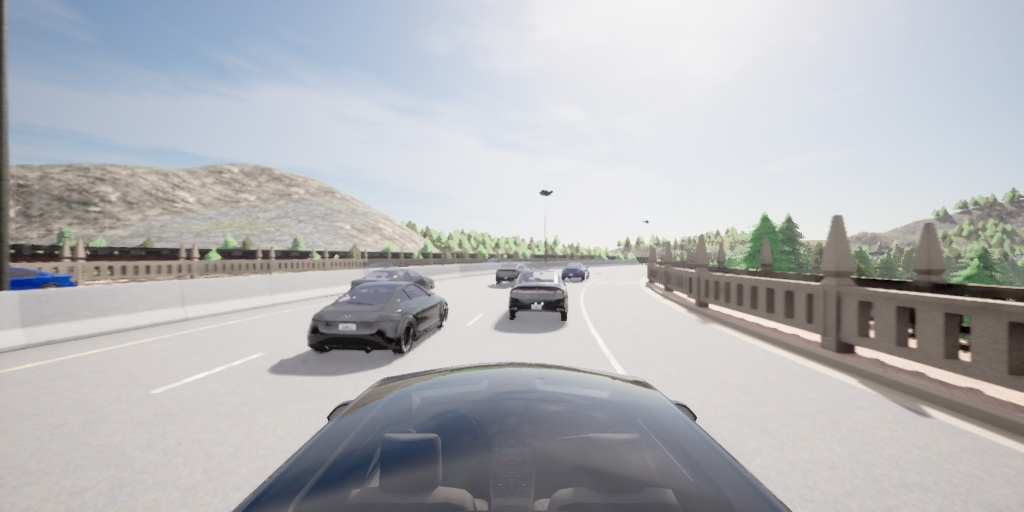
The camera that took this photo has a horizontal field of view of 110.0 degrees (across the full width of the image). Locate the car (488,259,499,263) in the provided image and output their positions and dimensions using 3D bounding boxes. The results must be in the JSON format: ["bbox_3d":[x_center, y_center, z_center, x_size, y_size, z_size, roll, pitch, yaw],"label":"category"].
[{"bbox_3d":[-0.781,1.320,50.635,2.033,1.411,5.357,0,0,29],"label":"car"}]

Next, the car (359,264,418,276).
[{"bbox_3d":[-5.435,1.279,16.933,2.033,1.411,5.357,0,0,10],"label":"car"}]

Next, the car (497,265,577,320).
[{"bbox_3d":[1.018,1.252,12.688,2.128,1.511,4.902,0,0,7],"label":"car"}]

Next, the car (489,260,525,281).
[{"bbox_3d":[0.266,1.256,25.812,2.128,1.511,4.902,0,0,16],"label":"car"}]

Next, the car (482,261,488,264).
[{"bbox_3d":[-3.066,1.245,60.323,1.882,1.535,5.008,0,0,33],"label":"car"}]

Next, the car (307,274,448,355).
[{"bbox_3d":[-2.933,1.303,8.723,1.994,1.385,4.181,0,0,4],"label":"car"}]

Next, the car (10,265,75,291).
[{"bbox_3d":[-20.195,1.134,13.487,1.882,1.535,5.008,0,0,7],"label":"car"}]

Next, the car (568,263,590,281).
[{"bbox_3d":[5.409,1.317,30.388,1.812,1.442,4.674,0,0,19],"label":"car"}]

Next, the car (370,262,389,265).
[{"bbox_3d":[-12.301,1.271,33.051,1.994,1.385,4.181,0,0,18],"label":"car"}]
